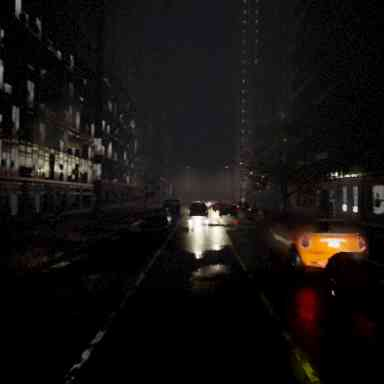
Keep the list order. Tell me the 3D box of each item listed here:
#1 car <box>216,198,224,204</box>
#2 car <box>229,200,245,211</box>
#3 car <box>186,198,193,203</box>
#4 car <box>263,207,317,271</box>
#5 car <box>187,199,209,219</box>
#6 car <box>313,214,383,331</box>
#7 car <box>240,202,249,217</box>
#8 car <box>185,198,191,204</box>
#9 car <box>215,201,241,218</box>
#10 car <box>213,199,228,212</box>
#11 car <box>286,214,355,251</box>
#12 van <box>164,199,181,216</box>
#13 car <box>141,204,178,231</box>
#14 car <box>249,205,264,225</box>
[{"bbox_3d":[7.619,2.419,90.040,1.947,1.339,4.313,1,0,1],"label":"car"},{"bbox_3d":[6.738,1.991,50.205,1.967,1.590,4.097,1,0,1],"label":"car"},{"bbox_3d":[-0.758,2.291,90.234,1.802,1.307,4.206,1,0,1],"label":"car"},{"bbox_3d":[4.094,1.532,11.629,2.097,1.767,4.553,1,-1,1],"label":"car"},{"bbox_3d":[0.674,1.792,33.471,1.882,1.535,5.008,1,0,1],"label":"car"},{"bbox_3d":[3.961,1.474,5.632,2.097,1.767,4.553,1,-1,1],"label":"car"},{"bbox_3d":[6.358,1.961,33.131,2.008,1.369,4.403,1,0,1],"label":"car"},{"bbox_3d":[-0.884,2.213,84.542,1.887,1.381,4.507,1,0,1],"label":"car"},{"bbox_3d":[3.747,1.983,35.269,1.895,1.301,4.718,1,0,2],"label":"car"},{"bbox_3d":[3.974,2.041,46.859,1.994,1.385,4.181,1,0,1],"label":"car"},{"bbox_3d":[5.979,1.837,16.059,1.802,1.307,4.206,1,-1,1],"label":"car"},{"bbox_3d":[-2.016,1.608,33.324,1.690,1.788,3.998,1,0,1],"label":"van"},{"bbox_3d":[-2.272,1.716,21.940,2.008,1.369,4.403,1,-1,1],"label":"car"},{"bbox_3d":[6.232,1.912,27.441,2.008,1.369,4.403,1,0,1],"label":"car"}]
